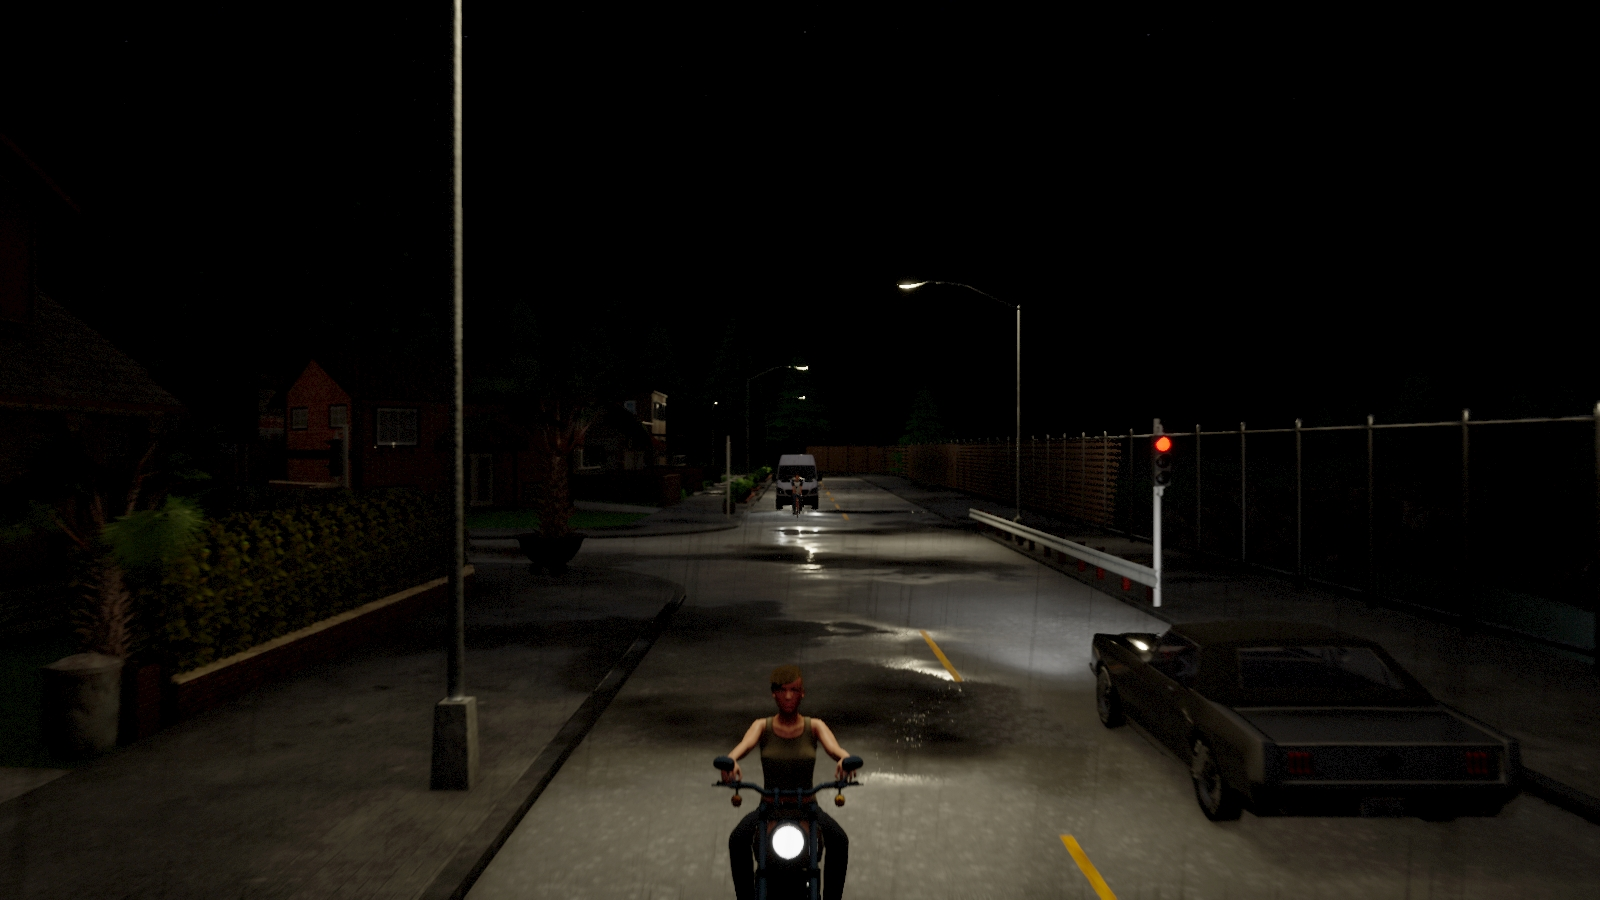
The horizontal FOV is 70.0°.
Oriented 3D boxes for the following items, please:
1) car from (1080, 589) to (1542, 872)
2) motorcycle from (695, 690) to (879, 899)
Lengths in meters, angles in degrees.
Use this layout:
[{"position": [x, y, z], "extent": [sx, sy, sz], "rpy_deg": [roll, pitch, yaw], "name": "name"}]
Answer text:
[{"position": [3.969, 2.147, 9.932], "extent": [1.895, 1.301, 4.718], "rpy_deg": [0, 0, 0], "name": "car"}, {"position": [-0.063, 2.149, 5.912], "extent": [0.764, 1.307, 2.356], "rpy_deg": [0, 0, 0], "name": "motorcycle"}]
